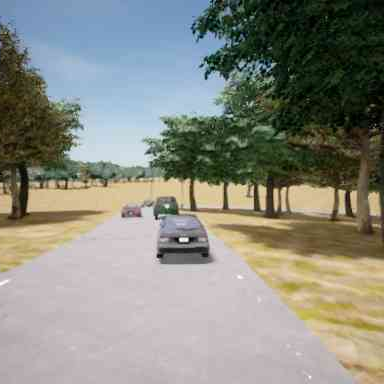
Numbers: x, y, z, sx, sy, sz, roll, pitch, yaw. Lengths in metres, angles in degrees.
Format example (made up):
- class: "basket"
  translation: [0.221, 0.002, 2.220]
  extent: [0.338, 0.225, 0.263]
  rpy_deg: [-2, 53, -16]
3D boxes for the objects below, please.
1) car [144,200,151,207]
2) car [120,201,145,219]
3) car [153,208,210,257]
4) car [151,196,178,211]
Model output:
- class: "car"
  translation: [-10.036, 2.516, 73.660]
  extent: [2.097, 1.767, 4.553]
  rpy_deg: [0, -1, 6]
- class: "car"
  translation: [-5.910, 1.820, 32.689]
  extent: [1.994, 1.385, 4.181]
  rpy_deg: [-1, -1, -8]
- class: "car"
  translation: [-0.434, 1.565, 12.978]
  extent: [2.033, 1.411, 5.357]
  rpy_deg: [0, 0, -4]
- class: "car"
  translation: [-2.538, 1.427, 31.566]
  extent: [2.150, 2.045, 5.566]
  rpy_deg: [-1, -1, -8]
